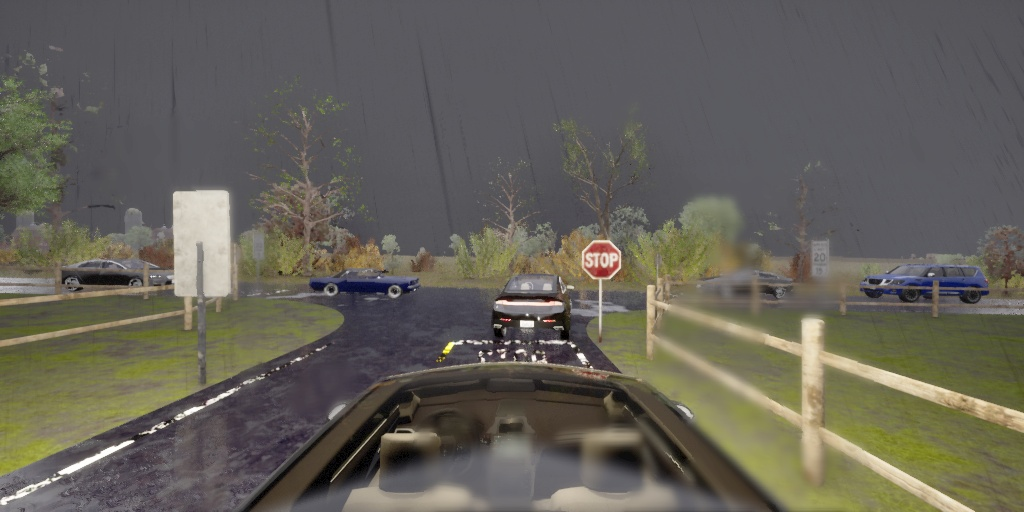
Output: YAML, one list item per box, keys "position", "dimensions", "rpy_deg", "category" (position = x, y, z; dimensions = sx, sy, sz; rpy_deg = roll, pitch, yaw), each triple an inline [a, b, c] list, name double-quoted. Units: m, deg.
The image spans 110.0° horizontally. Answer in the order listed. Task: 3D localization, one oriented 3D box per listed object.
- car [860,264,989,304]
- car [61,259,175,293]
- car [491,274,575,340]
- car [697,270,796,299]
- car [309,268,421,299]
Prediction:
- position: [22.896, 1.466, 20.008]
  dimensions: [5.566, 2.045, 2.150]
  rpy_deg: [1, 1, 0]
  category: "car"
- position: [-18.493, 0.885, 17.101]
  dimensions: [4.902, 1.511, 2.128]
  rpy_deg: [1, 1, 0]
  category: "car"
- position: [0.705, 1.240, 10.057]
  dimensions: [2.128, 1.511, 4.902]
  rpy_deg: [0, 0, 9]
  category: "car"
- position: [13.000, 1.525, 20.017]
  dimensions: [4.902, 1.511, 2.128]
  rpy_deg: [1, 1, 0]
  category: "car"
- position: [-6.825, 1.248, 17.087]
  dimensions: [4.718, 1.301, 1.895]
  rpy_deg: [1, 1, 0]
  category: "car"
